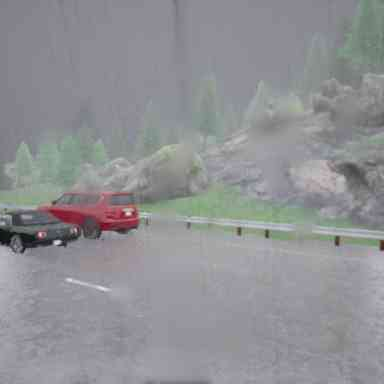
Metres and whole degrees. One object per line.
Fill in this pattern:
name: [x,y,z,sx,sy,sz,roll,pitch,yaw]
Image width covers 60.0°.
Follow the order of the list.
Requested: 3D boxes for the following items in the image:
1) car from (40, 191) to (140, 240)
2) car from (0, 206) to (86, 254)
car: [-4.984,0.950,15.520,5.566,2.045,2.150,2,1,31]
car: [-6.357,1.347,12.255,4.718,1.301,1.895,1,1,32]
